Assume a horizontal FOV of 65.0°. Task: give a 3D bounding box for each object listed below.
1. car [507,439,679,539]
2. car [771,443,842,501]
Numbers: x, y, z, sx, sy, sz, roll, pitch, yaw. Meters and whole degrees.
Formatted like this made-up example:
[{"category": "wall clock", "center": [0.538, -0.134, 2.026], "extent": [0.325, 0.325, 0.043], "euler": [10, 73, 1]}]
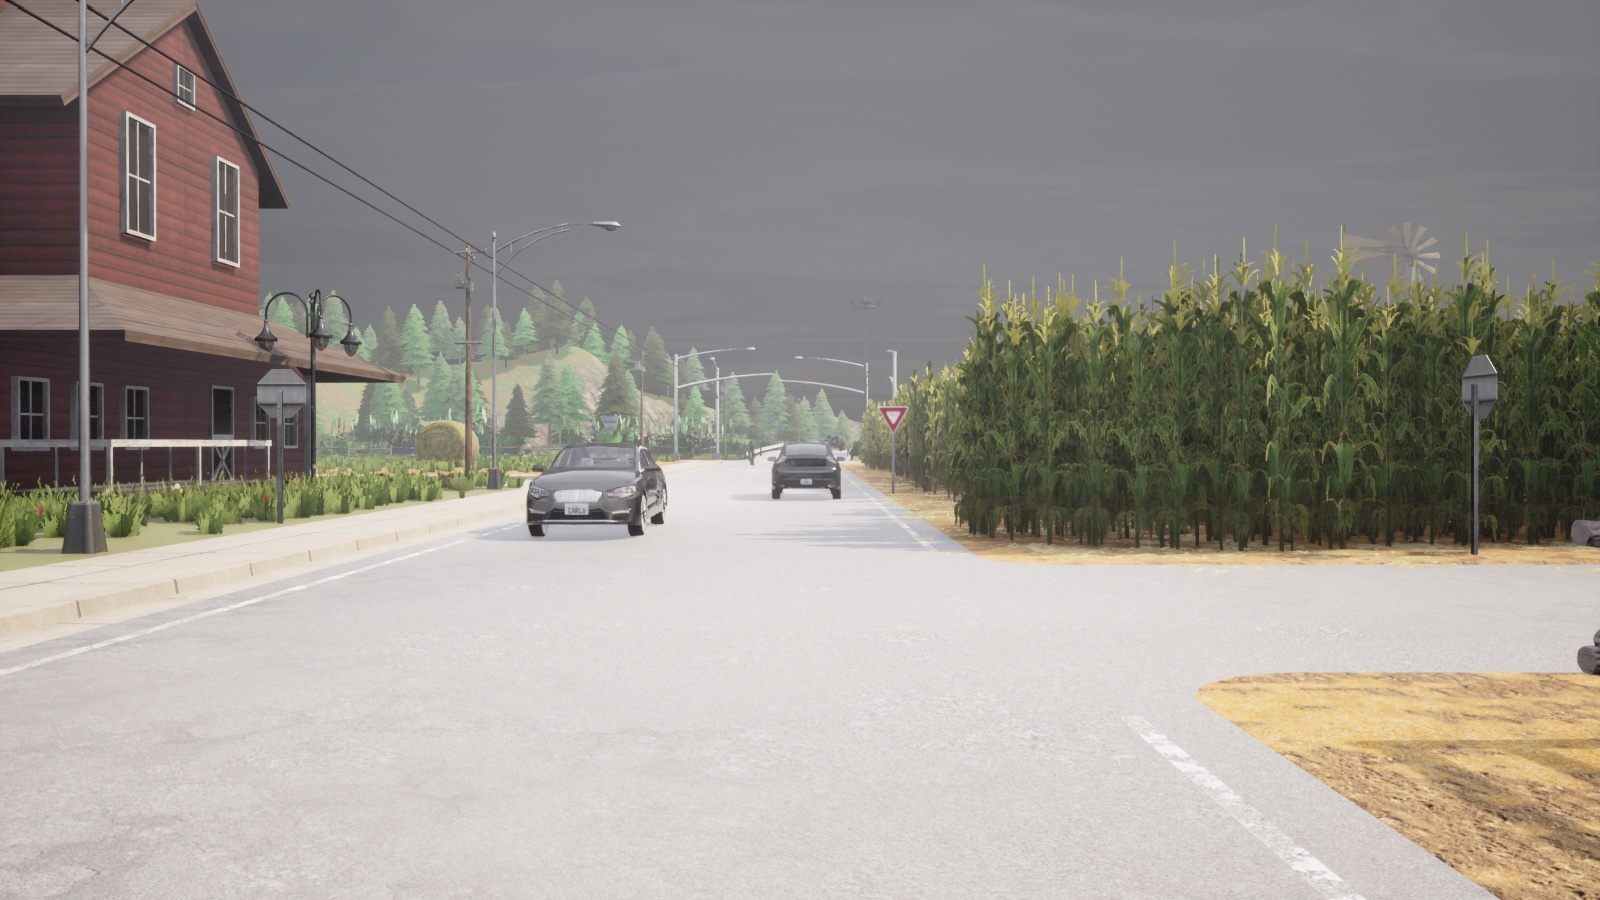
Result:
[{"category": "car", "center": [-3.387, 0.578, 21.535], "extent": [2.128, 1.511, 4.902], "euler": [0, 0, 0]}, {"category": "car", "center": [0.174, 0.554, 35.010], "extent": [1.837, 1.490, 4.892], "euler": [0, 0, 0]}]
